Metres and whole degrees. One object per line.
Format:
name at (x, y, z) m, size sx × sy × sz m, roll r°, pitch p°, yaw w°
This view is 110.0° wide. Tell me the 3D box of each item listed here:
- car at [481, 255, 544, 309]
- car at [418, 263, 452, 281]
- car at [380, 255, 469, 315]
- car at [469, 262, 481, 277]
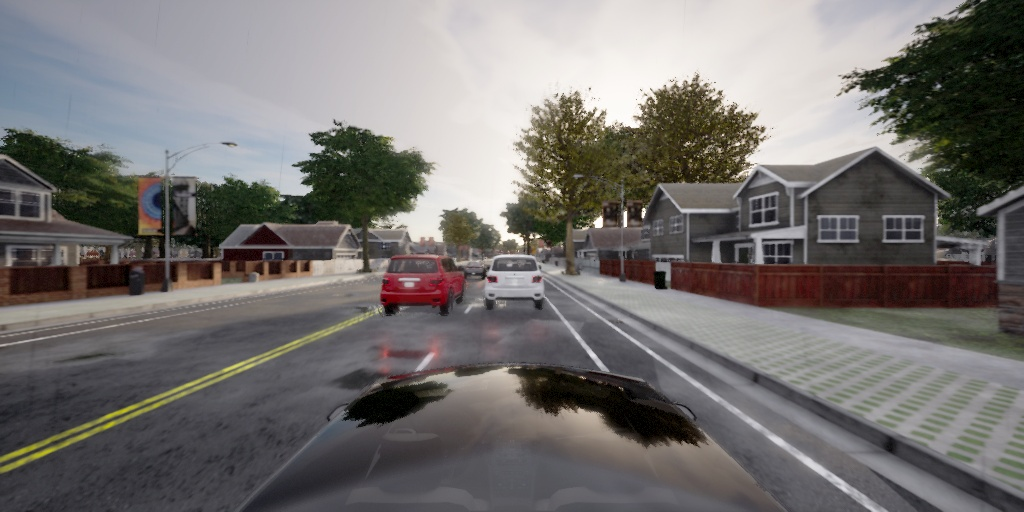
car at (0.094, 0.971, 15.092) m, size 2.150 × 2.045 × 5.566 m, roll 0°, pitch 0°, yaw 0°
car at (-6.595, 1.321, 31.129) m, size 1.994 × 1.385 × 4.181 m, roll 0°, pitch 0°, yaw 0°
car at (-3.155, 0.972, 13.690) m, size 2.150 × 2.045 × 5.566 m, roll 0°, pitch 0°, yaw 0°
car at (-3.162, 1.249, 32.122) m, size 2.128 × 1.511 × 4.902 m, roll 0°, pitch 0°, yaw 0°
